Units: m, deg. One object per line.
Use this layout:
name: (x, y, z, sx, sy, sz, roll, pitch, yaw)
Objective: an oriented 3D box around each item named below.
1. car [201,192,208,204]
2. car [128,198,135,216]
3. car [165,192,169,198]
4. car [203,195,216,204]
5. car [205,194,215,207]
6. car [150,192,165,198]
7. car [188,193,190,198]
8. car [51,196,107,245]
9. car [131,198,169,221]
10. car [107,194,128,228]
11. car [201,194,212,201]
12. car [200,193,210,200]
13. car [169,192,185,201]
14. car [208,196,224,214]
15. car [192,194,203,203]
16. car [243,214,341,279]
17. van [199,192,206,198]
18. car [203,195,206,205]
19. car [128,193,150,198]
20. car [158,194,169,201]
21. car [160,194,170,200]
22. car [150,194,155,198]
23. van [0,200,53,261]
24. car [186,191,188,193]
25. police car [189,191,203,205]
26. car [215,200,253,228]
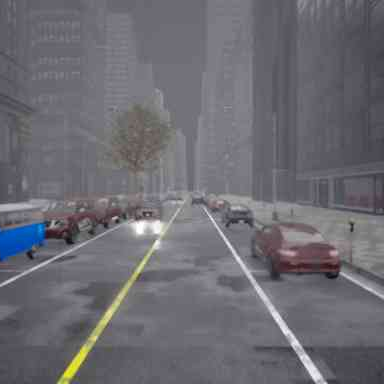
car: (2.788, 1.113, 49.289, 1.967, 1.590, 4.097, 0, 0, 0)
car: (-5.748, 1.386, 26.577, 1.947, 1.339, 4.313, 0, 0, 0)
car: (-5.731, 1.129, 60.470, 1.752, 1.417, 4.829, 0, 0, 0)
car: (2.792, 1.203, 54.968, 1.947, 1.339, 4.313, 0, 0, 0)
car: (2.783, 1.270, 38.105, 1.752, 1.417, 4.829, 0, 0, 0)
car: (-5.737, 0.988, 49.284, 2.192, 1.841, 5.009, 0, 0, 0)
car: (0.766, 0.915, 66.306, 2.097, 1.767, 4.553, 0, 0, 0)
car: (-5.755, 1.212, 15.221, 2.192, 1.841, 5.009, 0, 0, 0)
car: (-3.086, 1.394, 25.142, 1.994, 1.385, 4.181, 0, 0, 0)
car: (-5.752, 1.173, 20.899, 2.192, 1.841, 5.009, 0, 0, 0)
car: (2.798, 1.118, 66.322, 2.008, 1.369, 4.403, 0, 0, 0)
car: (2.800, 0.973, 71.998, 1.967, 1.590, 4.097, 0, 0, 0)
car: (-2.978, 1.131, 65.678, 1.994, 1.385, 4.181, 0, 0, 0)
car: (2.780, 1.365, 32.257, 1.802, 1.307, 4.206, 0, 0, 0)
car: (0.933, 1.130, 60.346, 1.812, 1.442, 4.674, 0, 0, 0)
car: (2.768, 1.517, 9.548, 1.802, 1.307, 4.206, 0, 0, 0)
van: (2.809, 0.771, 89.031, 1.690, 1.788, 3.998, 0, 0, 0)
car: (2.786, 1.291, 43.612, 1.802, 1.307, 4.206, 0, 0, 0)
car: (-5.746, 1.098, 32.253, 2.192, 1.841, 5.009, 0, 0, 0)
car: (-5.727, 1.149, 66.318, 1.802, 1.307, 4.206, 0, 0, 0)
car: (-5.724, 1.114, 71.996, 1.802, 1.307, 4.206, 0, 0, 0)
car: (-5.742, 1.296, 37.932, 2.008, 1.369, 4.403, 0, 0, 0)
van: (-5.758, 1.276, 9.544, 1.690, 1.788, 3.998, 0, 0, 0)
car: (0.046, 1.044, 83.974, 1.895, 1.301, 4.718, 0, 0, 0)
police car: (0.928, 1.091, 50.455, 1.930, 1.638, 5.238, 0, 0, 0)
car: (2.774, 1.409, 20.902, 2.008, 1.369, 4.403, 0, 0, 0)
